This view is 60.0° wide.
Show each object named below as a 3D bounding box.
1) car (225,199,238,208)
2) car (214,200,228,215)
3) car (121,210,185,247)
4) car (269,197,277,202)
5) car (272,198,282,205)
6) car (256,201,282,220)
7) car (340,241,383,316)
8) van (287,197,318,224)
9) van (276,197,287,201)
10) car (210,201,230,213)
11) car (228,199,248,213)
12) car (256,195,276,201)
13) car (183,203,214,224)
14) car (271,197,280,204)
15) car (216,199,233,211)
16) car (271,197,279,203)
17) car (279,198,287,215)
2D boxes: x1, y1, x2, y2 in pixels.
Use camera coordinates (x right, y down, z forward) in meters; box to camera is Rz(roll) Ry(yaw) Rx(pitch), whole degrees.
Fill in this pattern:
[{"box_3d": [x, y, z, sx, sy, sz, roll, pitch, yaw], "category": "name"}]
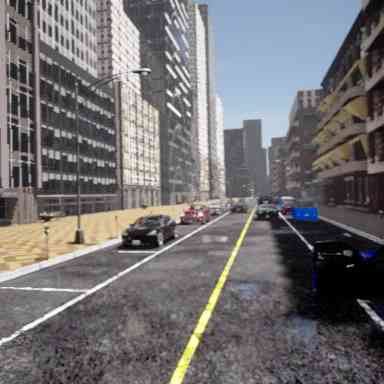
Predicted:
[{"box_3d": [7.071, 2.060, 59.567, 1.947, 1.339, 4.313, -2, -1, 12], "category": "car"}, {"box_3d": [2.565, 1.905, 37.939, 2.008, 1.369, 4.403, -2, -1, 12], "category": "car"}, {"box_3d": [-1.939, 1.789, 16.313, 1.947, 1.339, 4.313, -2, -1, 12], "category": "car"}, {"box_3d": [22.030, 2.051, 90.300, 1.887, 1.381, 4.507, -2, -1, 12], "category": "car"}, {"box_3d": [17.526, 1.914, 68.673, 1.947, 1.339, 4.313, -2, -1, 12], "category": "car"}, {"box_3d": [6.741, 1.760, 29.776, 1.895, 1.301, 4.718, -2, -1, 12], "category": "car"}, {"box_3d": [3.970, 1.436, 5.207, 1.882, 1.535, 5.008, -2, -1, 12], "category": "car"}, {"box_3d": [8.510, 1.408, 25.422, 1.690, 1.788, 3.998, -2, -1, 12], "category": "van"}, {"box_3d": [11.888, 1.510, 41.641, 1.690, 1.788, 3.998, -2, -1, 12], "category": "van"}, {"box_3d": [3.692, 1.940, 43.347, 2.008, 1.369, 4.403, -2, -1, 12], "category": "car"}, {"box_3d": [5.832, 1.870, 40.637, 1.994, 1.385, 4.181, -2, -1, 12], "category": "car"}, {"box_3d": [9.610, 1.471, 43.599, 2.150, 2.045, 5.566, -2, 0, 12], "category": "car"}, {"box_3d": [0.310, 1.727, 27.129, 1.967, 1.590, 4.097, -2, -1, 12], "category": "car"}, {"box_3d": [18.685, 1.913, 74.245, 1.752, 1.417, 4.829, -2, -1, 12], "category": "car"}, {"box_3d": [4.815, 1.864, 48.755, 1.967, 1.590, 4.097, -2, -1, 12], "category": "car"}, {"box_3d": [19.811, 1.953, 79.653, 1.752, 1.417, 4.829, -2, -1, 12], "category": "car"}, {"box_3d": [10.768, 1.679, 36.232, 1.887, 1.381, 4.507, -2, -1, 12], "category": "car"}]
